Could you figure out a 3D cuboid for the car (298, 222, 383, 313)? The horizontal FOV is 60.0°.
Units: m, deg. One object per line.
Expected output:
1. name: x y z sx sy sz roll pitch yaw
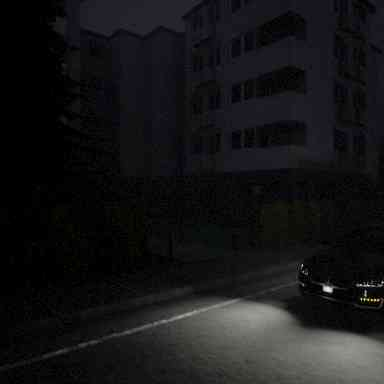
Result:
1. car: 4.342 1.501 7.511 4.892 1.490 1.837 0 0 -39
